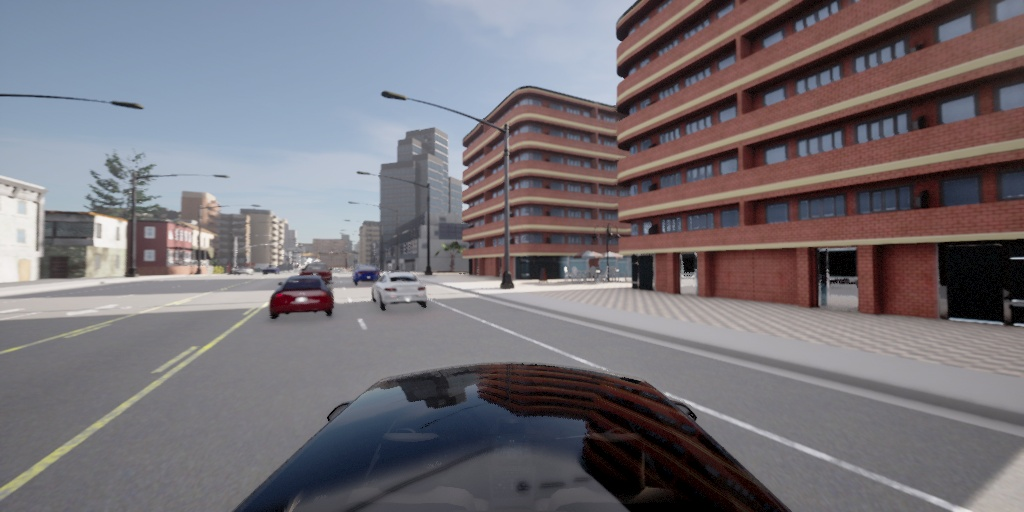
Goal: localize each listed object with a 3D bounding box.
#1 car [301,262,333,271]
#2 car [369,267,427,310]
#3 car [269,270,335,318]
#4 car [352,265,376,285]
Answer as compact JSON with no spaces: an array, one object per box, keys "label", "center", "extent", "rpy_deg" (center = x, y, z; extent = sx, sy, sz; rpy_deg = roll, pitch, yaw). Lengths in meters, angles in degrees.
[{"label":"car","center":[-14.727,1.315,27.105],"extent":[2.097,1.767,4.553],"rpy_deg":[0,-1,-27]},{"label":"car","center":[-4.996,1.423,15.739],"extent":[1.812,1.442,4.674],"rpy_deg":[0,0,-26]},{"label":"car","center":[-7.960,1.442,13.843],"extent":[1.994,1.385,4.181],"rpy_deg":[0,0,-26]},{"label":"car","center":[-11.970,1.463,29.410],"extent":[1.882,1.535,5.008],"rpy_deg":[0,0,-27]}]
